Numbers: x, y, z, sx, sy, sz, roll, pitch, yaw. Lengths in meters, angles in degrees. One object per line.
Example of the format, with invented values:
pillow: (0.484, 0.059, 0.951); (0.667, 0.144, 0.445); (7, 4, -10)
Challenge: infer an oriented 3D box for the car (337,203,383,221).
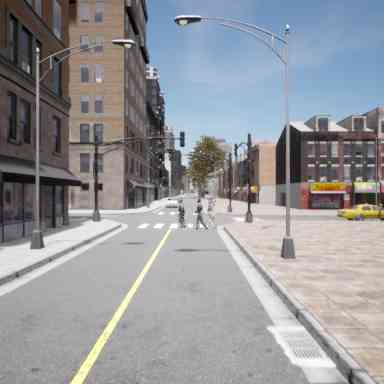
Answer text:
car: (13.987, 1.581, 26.098); (4.829, 1.417, 1.752); (0, -1, 0)

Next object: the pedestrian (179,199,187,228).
pedestrian: (-0.611, 1.283, 20.578); (0.375, 1.860, 0.375); (0, 0, 0)

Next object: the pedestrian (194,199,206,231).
pedestrian: (0.447, 1.284, 19.373); (0.375, 1.860, 0.375); (0, 0, 0)

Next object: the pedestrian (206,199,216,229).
pedestrian: (1.168, 1.284, 19.972); (0.375, 1.860, 0.375); (0, 0, 0)

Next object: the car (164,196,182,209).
car: (-2.677, 1.475, 45.541); (1.812, 1.442, 4.674); (0, 0, 0)
